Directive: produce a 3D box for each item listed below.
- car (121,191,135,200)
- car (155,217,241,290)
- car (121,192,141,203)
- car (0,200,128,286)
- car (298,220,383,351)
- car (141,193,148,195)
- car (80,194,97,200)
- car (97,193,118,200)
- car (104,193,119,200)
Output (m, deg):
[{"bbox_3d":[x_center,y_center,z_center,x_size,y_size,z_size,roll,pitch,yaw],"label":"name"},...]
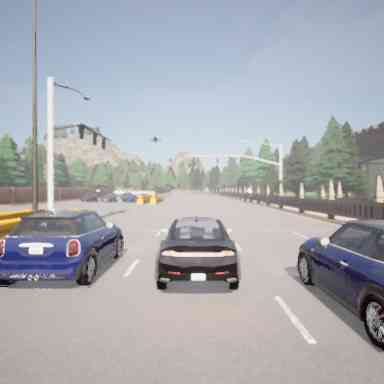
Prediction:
[{"bbox_3d":[-13.730,0.764,71.258,2.097,1.767,4.553,0,0,0],"label":"car"},{"bbox_3d":[0.131,1.417,8.863,2.128,1.511,4.902,0,0,0],"label":"car"},{"bbox_3d":[-10.351,1.016,55.588,1.882,1.535,5.008,0,0,1],"label":"car"},{"bbox_3d":[-3.367,1.274,9.325,2.097,1.767,4.553,0,1,0],"label":"car"},{"bbox_3d":[3.623,1.299,6.278,2.097,1.767,4.553,0,1,0],"label":"car"},{"bbox_3d":[-10.233,0.938,70.704,1.812,1.442,4.674,0,0,0],"label":"car"},{"bbox_3d":[-17.339,1.038,56.205,1.837,1.490,4.892,0,0,1],"label":"car"},{"bbox_3d":[-13.848,1.063,55.621,1.812,1.442,4.674,0,0,1],"label":"car"},{"bbox_3d":[-17.230,0.908,71.385,1.837,1.490,4.892,0,0,0],"label":"car"}]
